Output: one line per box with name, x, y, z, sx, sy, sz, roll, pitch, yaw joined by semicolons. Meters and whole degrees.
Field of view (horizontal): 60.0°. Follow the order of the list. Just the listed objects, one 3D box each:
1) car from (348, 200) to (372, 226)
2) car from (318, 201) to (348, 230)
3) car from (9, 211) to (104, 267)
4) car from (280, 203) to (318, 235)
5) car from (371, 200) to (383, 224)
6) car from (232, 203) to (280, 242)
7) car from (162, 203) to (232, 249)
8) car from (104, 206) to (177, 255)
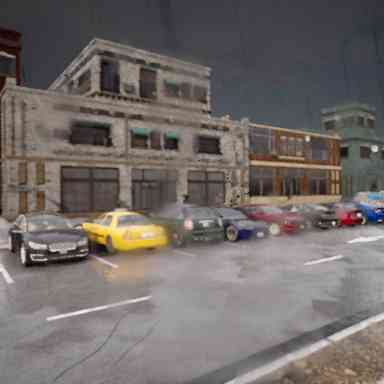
car;8.352;1.387;21.214;2.163;1.488;4.792;0;0;-35
car;6.107;1.374;19.577;2.231;1.521;4.892;0;0;-35
car;-5.129;1.459;11.615;2.231;1.521;4.892;0;0;-35
car;3.833;1.388;17.977;2.097;1.535;5.008;0;0;-35
car;10.740;1.344;22.867;2.097;1.535;5.008;0;0;-35
car;1.588;1.435;16.340;2.163;1.488;4.792;0;0;-35
car;-0.673;1.297;14.737;2.185;1.767;4.553;0;0;-36
car;-2.966;1.437;13.370;1.946;1.575;5.366;0;0;-35
